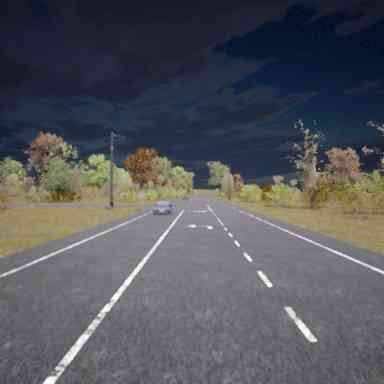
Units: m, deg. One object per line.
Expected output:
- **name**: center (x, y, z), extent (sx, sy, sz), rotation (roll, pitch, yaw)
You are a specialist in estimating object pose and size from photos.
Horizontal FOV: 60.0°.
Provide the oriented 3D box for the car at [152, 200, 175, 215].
- **car**: center (-2.938, 1.590, 34.783), extent (1.812, 1.442, 4.674), rotation (0, 0, 1)
